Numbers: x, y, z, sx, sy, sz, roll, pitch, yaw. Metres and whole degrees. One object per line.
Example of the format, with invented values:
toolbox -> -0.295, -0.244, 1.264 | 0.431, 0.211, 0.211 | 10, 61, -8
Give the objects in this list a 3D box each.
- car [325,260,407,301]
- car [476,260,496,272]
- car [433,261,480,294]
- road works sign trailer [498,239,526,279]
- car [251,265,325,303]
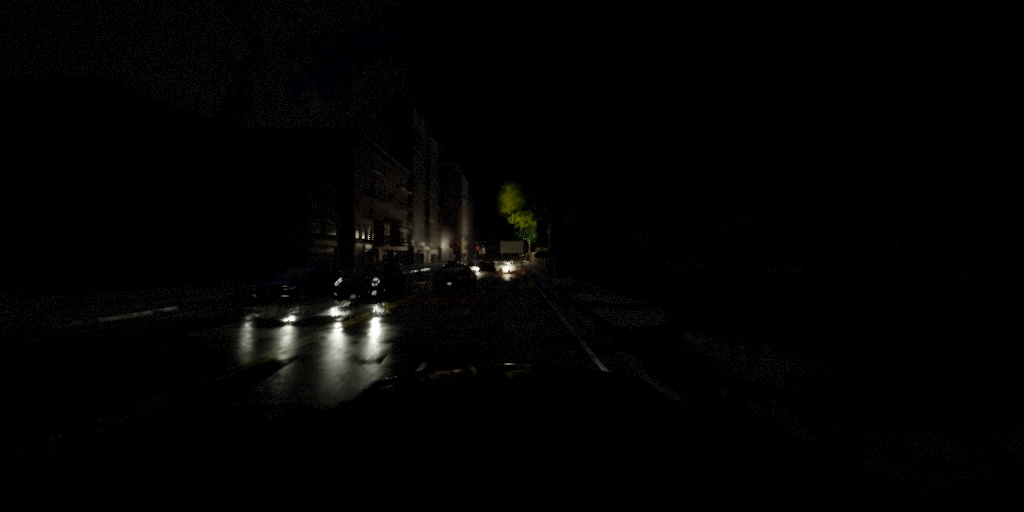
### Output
car -> -6.599, 1.104, 17.119 | 2.097, 1.767, 4.553 | 0, 0, 0
car -> -3.152, 1.233, 46.384 | 1.882, 1.535, 5.008 | 0, 0, 0
car -> -3.150, 1.230, 20.502 | 1.882, 1.535, 5.008 | 0, 0, 0
road works sign trailer -> -0.002, 0.218, 32.692 | 2.380, 3.560, 2.880 | 0, 0, 0
car -> -9.850, 1.230, 16.881 | 1.882, 1.535, 5.008 | 0, 0, 0
